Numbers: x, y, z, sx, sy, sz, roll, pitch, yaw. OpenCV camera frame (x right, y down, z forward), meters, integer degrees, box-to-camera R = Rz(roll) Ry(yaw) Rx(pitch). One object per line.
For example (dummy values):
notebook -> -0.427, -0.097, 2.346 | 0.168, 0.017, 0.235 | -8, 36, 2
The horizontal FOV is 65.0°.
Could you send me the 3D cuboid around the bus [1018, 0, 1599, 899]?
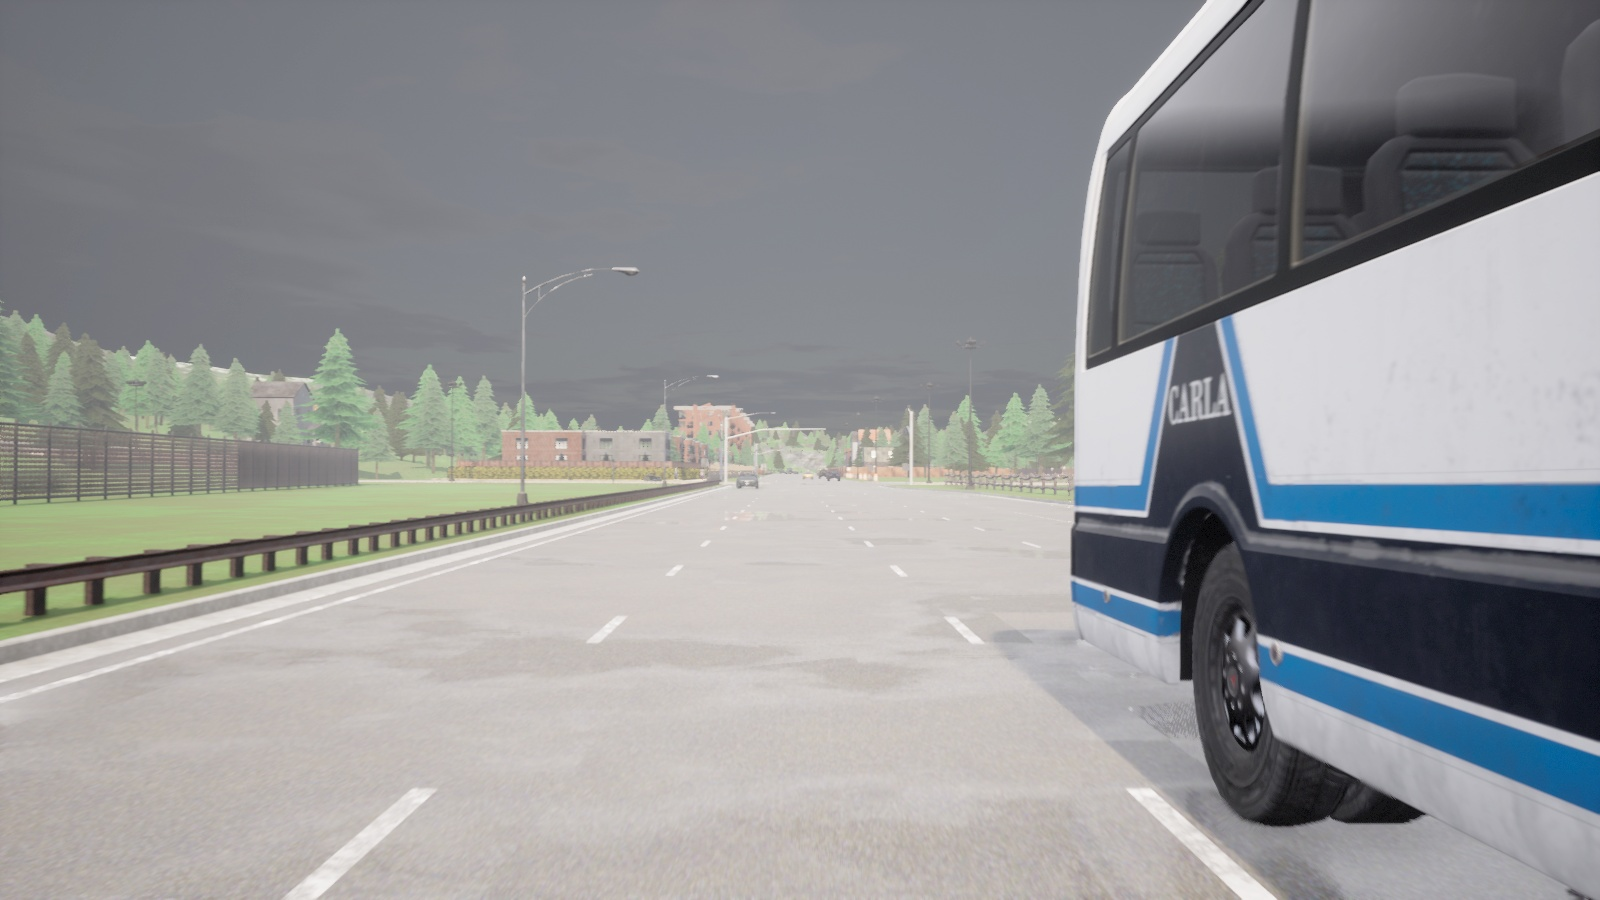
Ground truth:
bus -> 3.452, -0.524, 3.025 | 3.944, 4.253, 10.273 | 0, -2, -1
